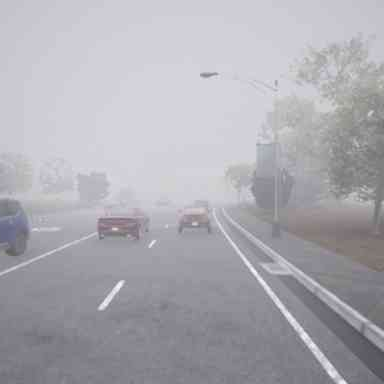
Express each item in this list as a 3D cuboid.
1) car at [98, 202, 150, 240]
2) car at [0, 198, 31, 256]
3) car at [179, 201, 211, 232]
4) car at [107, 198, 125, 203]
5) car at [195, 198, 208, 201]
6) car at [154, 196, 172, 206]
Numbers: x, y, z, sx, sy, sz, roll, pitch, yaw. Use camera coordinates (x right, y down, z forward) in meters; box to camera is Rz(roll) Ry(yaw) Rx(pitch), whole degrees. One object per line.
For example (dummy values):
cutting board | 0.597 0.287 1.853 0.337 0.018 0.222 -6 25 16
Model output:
car | -3.361 1.477 17.124 1.882 1.535 5.008 0 0 0
car | -7.087 1.221 10.127 2.150 2.045 5.566 0 0 0
car | 0.189 1.525 20.070 1.812 1.442 4.674 0 0 1
car | -9.498 1.520 41.441 1.812 1.442 4.674 0 0 5
car | 1.181 1.492 41.037 2.128 1.511 4.902 0 0 5
car | -4.604 1.349 52.900 2.097 1.767 4.553 0 0 9
